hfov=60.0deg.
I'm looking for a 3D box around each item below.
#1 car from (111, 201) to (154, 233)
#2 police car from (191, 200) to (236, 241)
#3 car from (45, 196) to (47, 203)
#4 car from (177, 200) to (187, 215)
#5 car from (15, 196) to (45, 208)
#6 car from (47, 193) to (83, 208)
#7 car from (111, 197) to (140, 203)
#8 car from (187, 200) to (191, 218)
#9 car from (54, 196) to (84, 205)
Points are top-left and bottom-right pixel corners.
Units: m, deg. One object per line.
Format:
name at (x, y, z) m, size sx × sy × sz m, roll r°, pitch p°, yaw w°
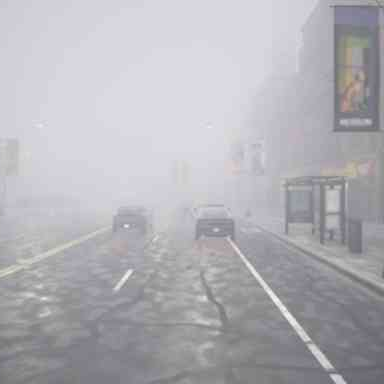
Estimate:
car at (-3.417, 1.507, 19.662) m, size 1.837 × 1.490 × 4.892 m, roll 0°, pitch 0°, yaw -1°
police car at (1.049, 1.427, 16.939) m, size 1.930 × 1.638 × 5.238 m, roll 0°, pitch 0°, yaw 0°
car at (-29.259, 1.525, 67.364) m, size 4.674 × 1.452 × 2.002 m, roll 0°, pitch 0°, yaw 20°
car at (-0.298, 1.529, 34.304) m, size 1.812 × 1.442 × 4.674 m, roll 0°, pitch 0°, yaw -14°
car at (-24.315, 1.509, 49.267) m, size 4.892 × 1.490 × 1.837 m, roll 0°, pitch 0°, yaw 36°
car at (-18.702, 1.228, 49.236) m, size 5.566 × 2.045 × 2.150 m, roll -1°, pitch -1°, yaw 42°
car at (-10.795, 1.496, 51.854) m, size 2.128 × 1.511 × 4.902 m, roll 0°, pitch 0°, yaw -43°
car at (0.872, 1.458, 27.561) m, size 1.801 × 1.575 × 5.366 m, roll 0°, pitch 0°, yaw -5°
car at (-22.564, 1.553, 61.034) m, size 5.357 × 1.411 × 2.033 m, roll 0°, pitch 0°, yaw 27°
